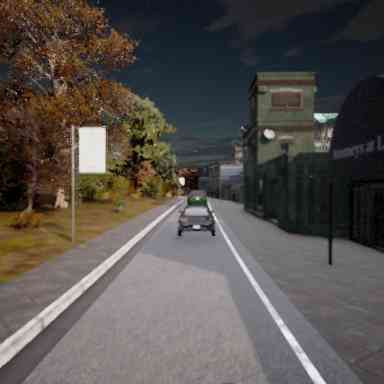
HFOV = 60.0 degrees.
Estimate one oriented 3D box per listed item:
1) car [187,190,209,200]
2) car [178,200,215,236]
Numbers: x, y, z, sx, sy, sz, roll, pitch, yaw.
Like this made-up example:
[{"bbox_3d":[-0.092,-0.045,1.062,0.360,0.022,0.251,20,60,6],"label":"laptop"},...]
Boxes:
[{"bbox_3d":[0.625,0.755,36.438,2.150,2.045,5.566,0,1,2],"label":"car"},{"bbox_3d":[0.248,1.382,17.538,1.812,1.442,4.674,0,1,1],"label":"car"}]
